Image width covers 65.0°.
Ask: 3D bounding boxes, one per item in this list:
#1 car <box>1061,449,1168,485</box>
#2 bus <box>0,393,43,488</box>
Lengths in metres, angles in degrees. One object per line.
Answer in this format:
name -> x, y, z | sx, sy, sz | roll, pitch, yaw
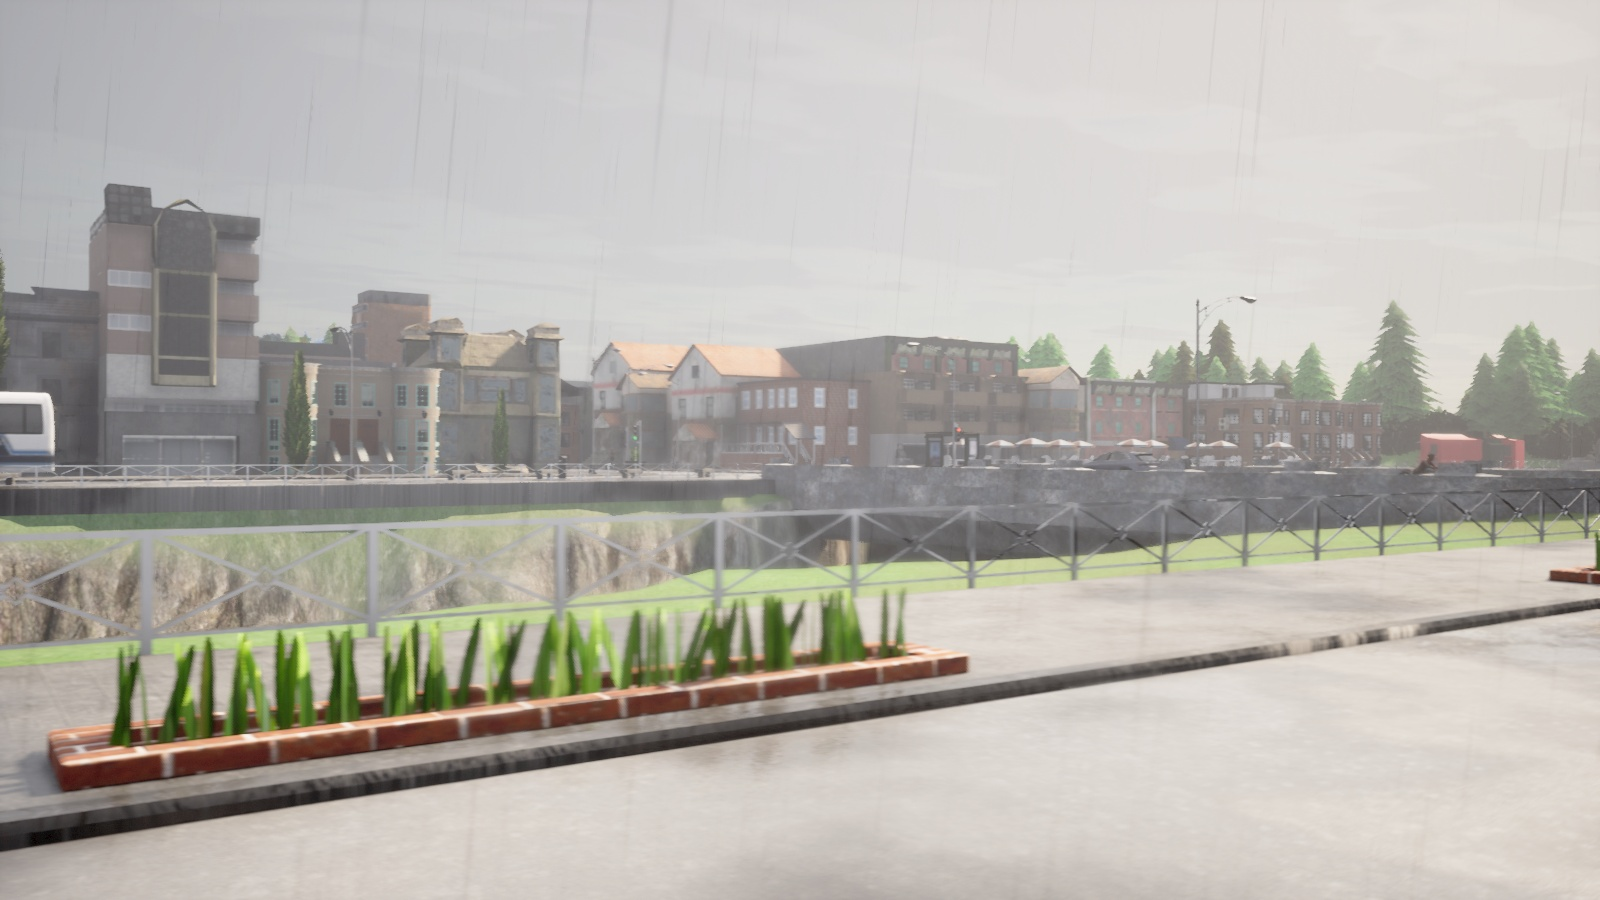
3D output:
car -> 15.144, 0.792, 60.710 | 2.033, 1.649, 4.856 | 0, 0, -35
bus -> -39.998, -0.409, 56.306 | 10.273, 4.253, 3.944 | 0, 0, -32
